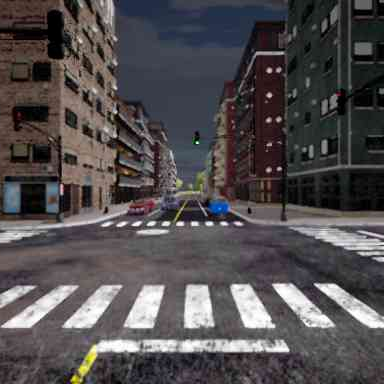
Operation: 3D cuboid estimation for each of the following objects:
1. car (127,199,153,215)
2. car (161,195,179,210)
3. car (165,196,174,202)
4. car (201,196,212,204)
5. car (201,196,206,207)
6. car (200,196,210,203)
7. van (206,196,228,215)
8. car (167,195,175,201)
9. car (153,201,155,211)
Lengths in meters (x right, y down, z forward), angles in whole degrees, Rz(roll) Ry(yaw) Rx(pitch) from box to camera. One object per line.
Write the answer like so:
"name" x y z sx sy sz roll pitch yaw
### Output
"car" -5.265 1.565 32.931 1.802 1.307 4.206 0 0 0
"car" -2.728 1.324 41.735 2.097 1.767 4.553 0 0 0
"car" -5.242 1.521 77.658 1.802 1.307 4.206 0 0 0
"car" 2.597 1.483 60.938 1.752 1.417 4.829 0 0 0
"car" 2.591 1.535 49.567 1.947 1.339 4.313 0 0 0
"car" 2.600 1.534 66.368 1.802 1.307 4.206 0 0 0
"van" 2.582 1.323 32.765 1.690 1.788 3.998 0 0 0
"car" -5.240 1.497 83.258 1.947 1.339 4.313 0 0 0
"car" -5.262 1.524 38.519 1.887 1.381 4.507 0 0 0
